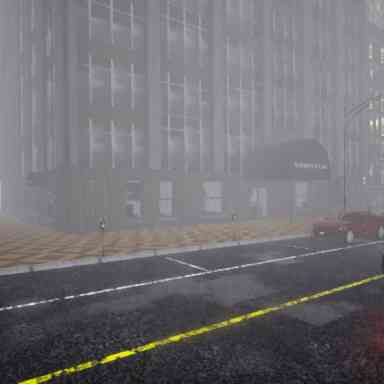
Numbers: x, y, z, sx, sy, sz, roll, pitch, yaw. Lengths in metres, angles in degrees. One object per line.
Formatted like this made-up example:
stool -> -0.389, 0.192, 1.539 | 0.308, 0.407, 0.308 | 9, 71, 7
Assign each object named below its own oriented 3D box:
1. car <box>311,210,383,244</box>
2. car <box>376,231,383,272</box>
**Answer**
car -> 7.474, 1.542, 15.764 | 4.507, 1.381, 1.887 | 0, -1, -35
car -> 6.647, 1.599, 8.053 | 4.718, 1.301, 1.895 | 0, 0, -35
